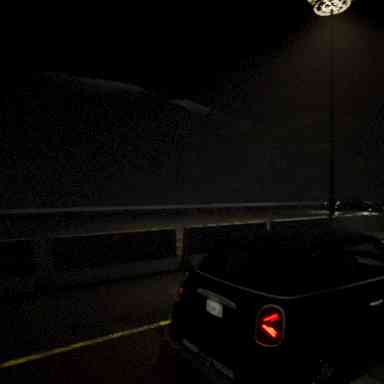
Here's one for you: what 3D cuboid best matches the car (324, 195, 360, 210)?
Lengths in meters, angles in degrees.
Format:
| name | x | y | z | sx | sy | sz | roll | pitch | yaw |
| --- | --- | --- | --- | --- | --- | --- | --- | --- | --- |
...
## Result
| name | x | y | z | sx | sy | sz | roll | pitch | yaw |
| --- | --- | --- | --- | --- | --- | --- | --- | --- | --- |
| car | 17.038 | 1.190 | 37.177 | 4.553 | 1.767 | 2.097 | 0 | 0 | -23 |

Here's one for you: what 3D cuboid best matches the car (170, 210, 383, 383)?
| name | x | y | z | sx | sy | sz | roll | pitch | yaw |
| --- | --- | --- | --- | --- | --- | --- | --- | --- | --- |
| car | 2.018 | 1.331 | 4.957 | 4.553 | 1.767 | 2.097 | 0 | 0 | -34 |

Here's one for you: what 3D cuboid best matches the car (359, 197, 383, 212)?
| name | x | y | z | sx | sy | sz | roll | pitch | yaw |
| --- | --- | --- | --- | --- | --- | --- | --- | --- | --- |
| car | 20.578 | 1.387 | 34.928 | 5.357 | 1.411 | 2.033 | 0 | 0 | -23 |
